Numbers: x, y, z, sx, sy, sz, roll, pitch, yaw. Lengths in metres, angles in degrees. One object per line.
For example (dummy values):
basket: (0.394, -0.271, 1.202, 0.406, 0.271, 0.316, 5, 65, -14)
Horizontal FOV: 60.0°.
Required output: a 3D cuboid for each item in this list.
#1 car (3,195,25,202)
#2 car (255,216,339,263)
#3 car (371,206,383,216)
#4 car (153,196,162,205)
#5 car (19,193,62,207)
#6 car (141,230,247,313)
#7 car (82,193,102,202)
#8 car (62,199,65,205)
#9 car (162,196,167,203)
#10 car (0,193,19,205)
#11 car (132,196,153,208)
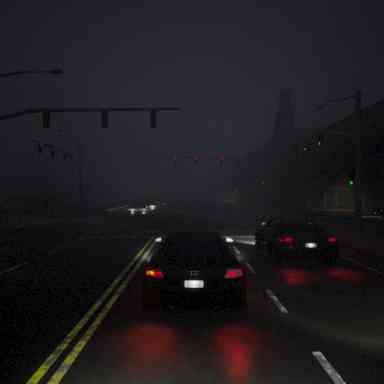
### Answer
car: (-39.041, 1.364, 72.838, 3.905, 1.438, 1.784, 0, 0, 0)
car: (3.544, 1.564, 11.953, 1.994, 1.385, 4.181, 0, 0, 0)
car: (19.644, 1.547, 30.861, 5.357, 1.411, 2.033, 0, 0, 0)
car: (-7.112, 1.489, 58.180, 2.128, 1.511, 4.902, 0, 0, 2)
car: (-21.566, 1.153, 47.469, 4.605, 1.855, 1.932, 0, 0, 0)
car: (0.043, 1.564, 7.773, 1.994, 1.385, 4.181, 0, 0, 0)
car: (-21.581, 1.156, 69.986, 3.866, 1.878, 1.905, 0, 0, 0)
car: (-21.516, 1.156, 50.363, 3.866, 1.878, 1.905, 0, 0, 0)
car: (-6.694, 1.523, 72.197, 1.812, 1.442, 4.674, 0, 0, 1)
car: (-39.101, 1.153, 69.941, 4.605, 1.855, 1.932, 0, 0, 0)
car: (-7.316, 1.478, 47.806, 1.882, 1.535, 5.008, 0, 0, 1)
